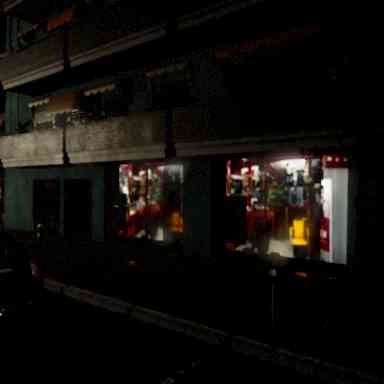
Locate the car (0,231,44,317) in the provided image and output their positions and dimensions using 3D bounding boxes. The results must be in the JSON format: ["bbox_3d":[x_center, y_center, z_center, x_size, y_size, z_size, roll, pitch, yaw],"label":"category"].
[{"bbox_3d":[-4.607,1.347,6.172,4.097,1.590,1.967,1,1,36],"label":"car"}]
